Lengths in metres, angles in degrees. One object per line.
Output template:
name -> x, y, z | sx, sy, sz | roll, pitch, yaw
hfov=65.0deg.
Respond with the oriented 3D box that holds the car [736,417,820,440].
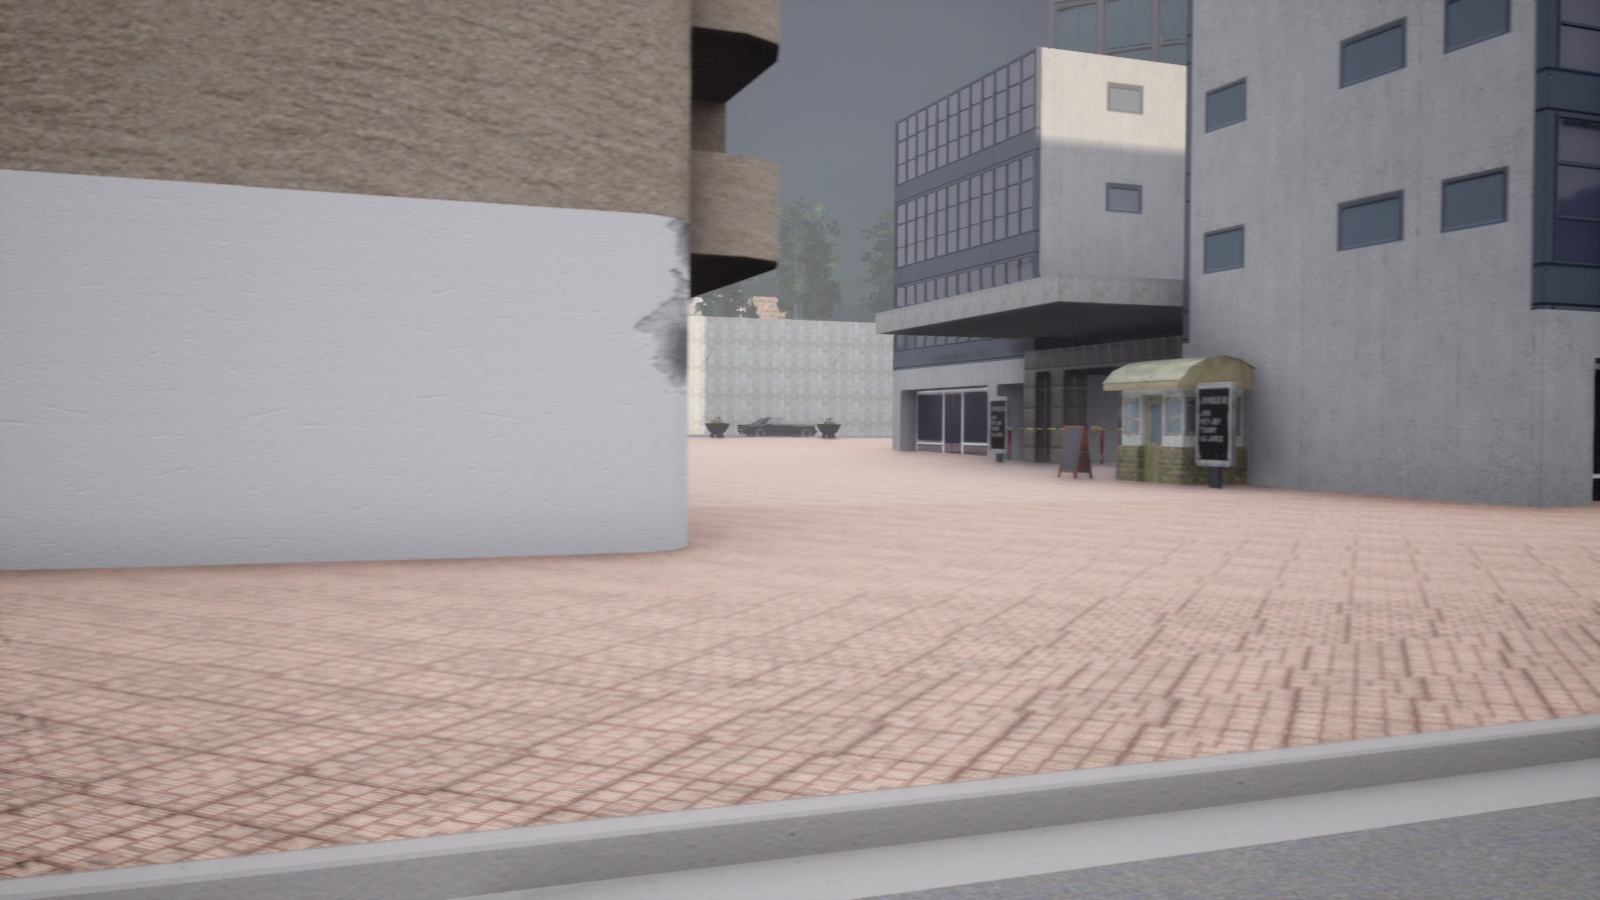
car -> -1.320, -1.281, 75.821 | 4.718, 1.301, 1.895 | -1, 1, -19
